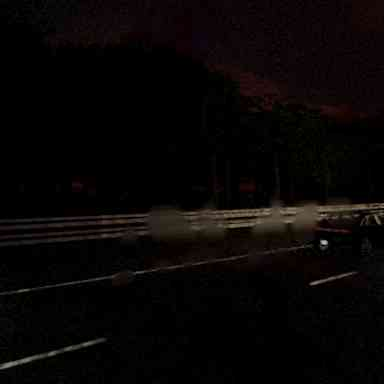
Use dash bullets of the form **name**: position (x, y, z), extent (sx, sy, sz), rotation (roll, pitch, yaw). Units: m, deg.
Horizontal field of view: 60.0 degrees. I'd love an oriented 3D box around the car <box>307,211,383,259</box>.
- **car**: position (6.451, 1.494, 12.703), extent (4.902, 1.511, 2.128), rotation (0, 0, -36)
